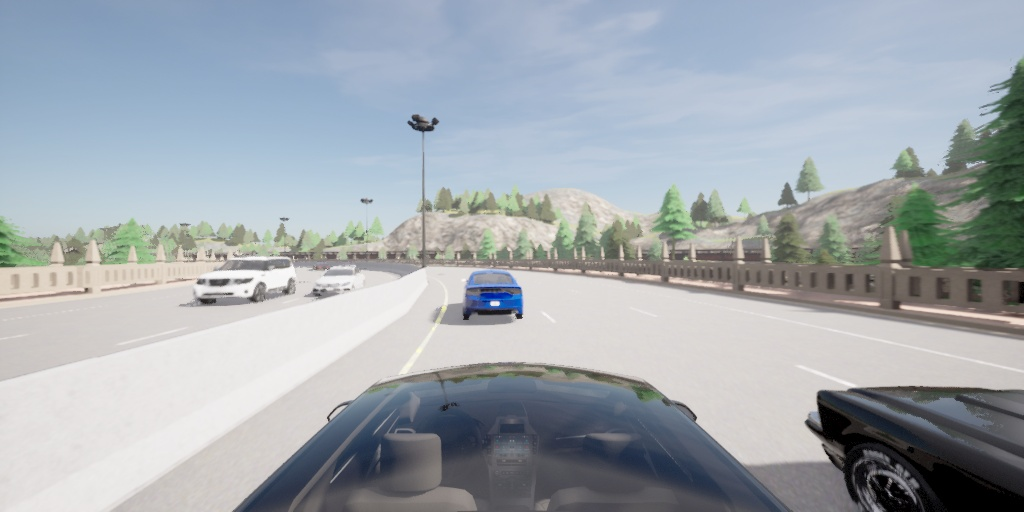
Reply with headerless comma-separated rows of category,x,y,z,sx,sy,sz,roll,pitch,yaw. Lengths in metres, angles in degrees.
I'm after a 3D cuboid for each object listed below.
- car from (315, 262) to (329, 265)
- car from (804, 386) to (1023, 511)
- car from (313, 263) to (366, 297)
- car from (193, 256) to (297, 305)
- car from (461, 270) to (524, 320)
car,-29.175,1.595,54.971,1.994,1.385,4.181,-1,0,-37
car,3.481,1.338,0.955,1.895,1.301,4.718,0,0,0
car,-9.136,1.318,19.356,1.812,1.442,4.674,0,0,-12
car,-12.156,1.029,16.883,2.150,2.045,5.566,0,0,-11
car,-0.779,1.223,12.802,1.882,1.535,5.008,0,0,-7
